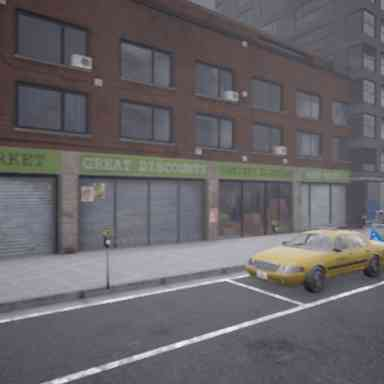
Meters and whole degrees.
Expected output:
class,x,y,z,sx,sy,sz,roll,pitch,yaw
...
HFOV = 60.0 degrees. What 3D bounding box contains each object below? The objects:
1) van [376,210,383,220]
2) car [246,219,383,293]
class,x,y,z,sx,sy,sz,roll,pitch,yaw
van,8.275,1.515,12.445,3.998,1.788,1.690,1,-1,-35
car,3.588,1.627,9.101,4.829,1.417,1.752,1,-1,-35
